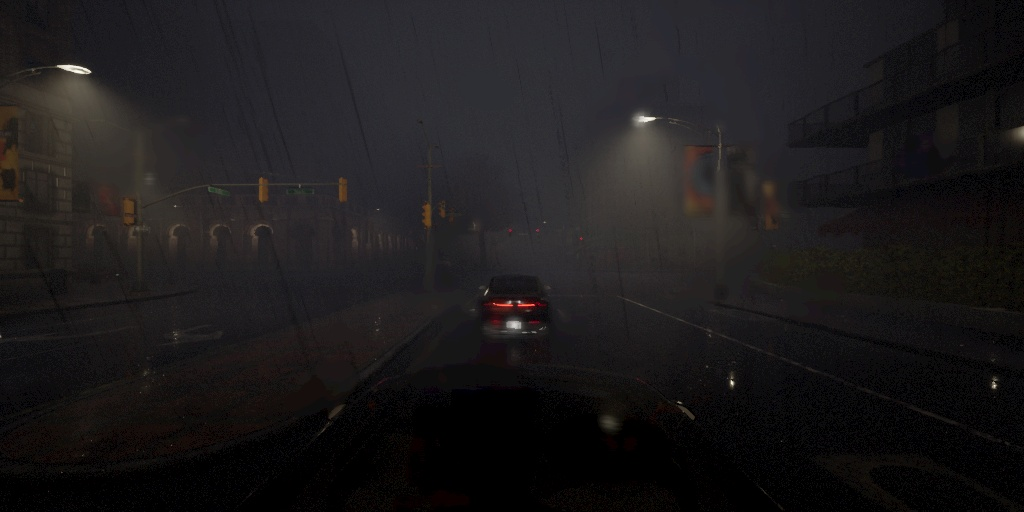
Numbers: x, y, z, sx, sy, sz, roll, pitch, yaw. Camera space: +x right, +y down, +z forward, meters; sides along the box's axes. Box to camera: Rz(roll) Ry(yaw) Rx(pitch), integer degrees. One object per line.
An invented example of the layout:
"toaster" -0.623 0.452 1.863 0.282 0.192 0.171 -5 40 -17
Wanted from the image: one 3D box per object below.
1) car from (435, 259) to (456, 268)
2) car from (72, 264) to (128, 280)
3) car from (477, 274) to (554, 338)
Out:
"car" -11.507 1.275 62.022 1.812 1.442 4.674 0 0 0
"car" -33.475 1.314 28.596 4.181 1.385 1.994 0 0 0
"car" 0.081 1.255 10.180 1.837 1.490 4.892 0 0 0
